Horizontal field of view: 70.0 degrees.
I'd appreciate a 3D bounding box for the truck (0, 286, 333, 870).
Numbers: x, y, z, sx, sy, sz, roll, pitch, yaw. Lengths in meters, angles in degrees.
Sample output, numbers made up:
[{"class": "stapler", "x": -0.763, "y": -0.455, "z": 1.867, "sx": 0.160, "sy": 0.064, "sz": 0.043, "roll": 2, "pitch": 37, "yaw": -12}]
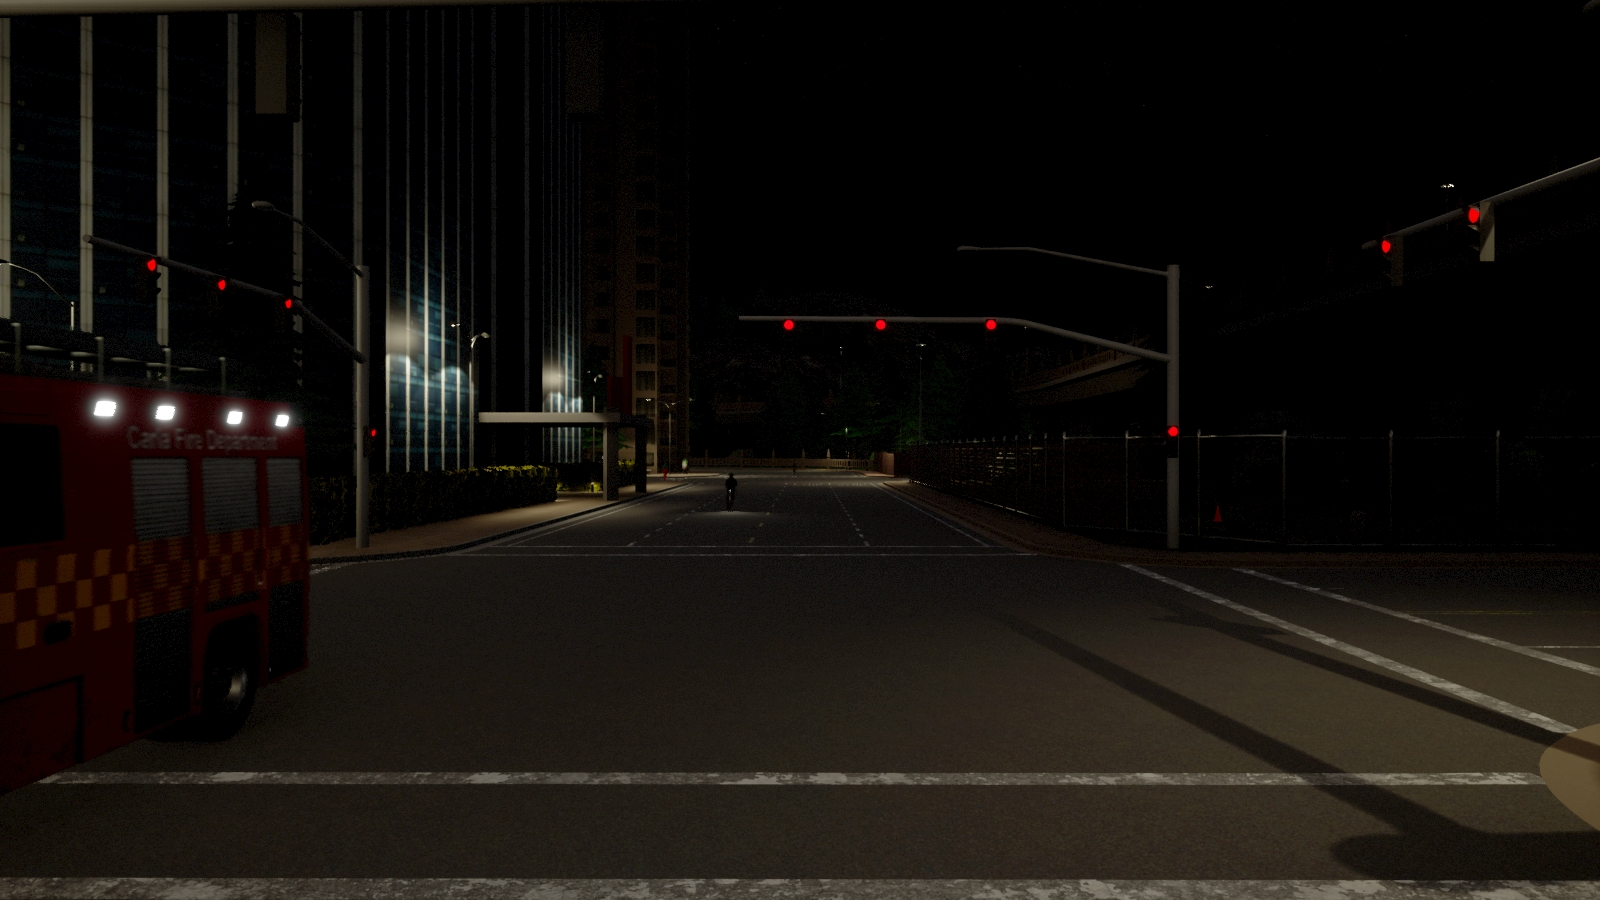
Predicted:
[{"class": "truck", "x": -6.684, "y": 0.846, "z": 8.504, "sx": 2.891, "sy": 3.827, "sz": 8.468, "roll": 0, "pitch": 0, "yaw": 0}]
